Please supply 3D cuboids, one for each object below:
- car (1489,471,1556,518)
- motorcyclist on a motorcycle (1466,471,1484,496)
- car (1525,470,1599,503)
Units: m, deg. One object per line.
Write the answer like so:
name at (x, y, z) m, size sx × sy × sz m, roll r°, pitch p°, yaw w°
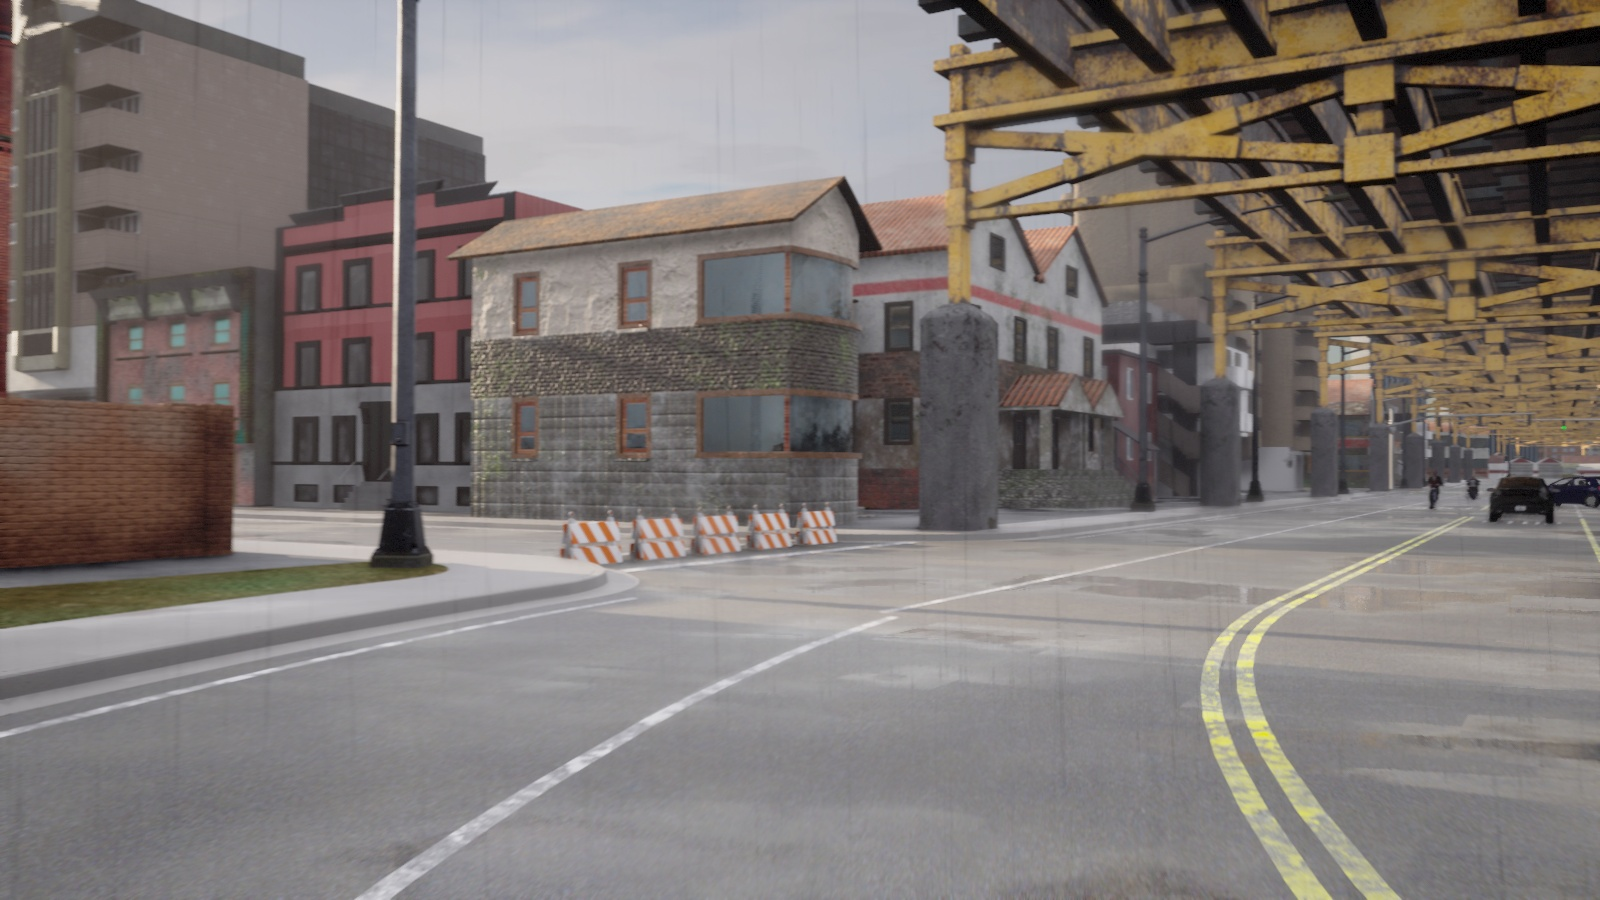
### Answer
car at (24.525, 1.468, 42.523) m, size 1.837 × 1.490 × 4.892 m, roll -1°, pitch -1°, yaw 31°
motorcyclist on a motorcycle at (41.702, 2.040, 77.560) m, size 0.866 × 1.530 × 2.191 m, roll -1°, pitch -1°, yaw 31°
car at (37.112, 1.739, 60.185) m, size 1.845 × 1.501 × 3.633 m, roll 0°, pitch -1°, yaw -27°
